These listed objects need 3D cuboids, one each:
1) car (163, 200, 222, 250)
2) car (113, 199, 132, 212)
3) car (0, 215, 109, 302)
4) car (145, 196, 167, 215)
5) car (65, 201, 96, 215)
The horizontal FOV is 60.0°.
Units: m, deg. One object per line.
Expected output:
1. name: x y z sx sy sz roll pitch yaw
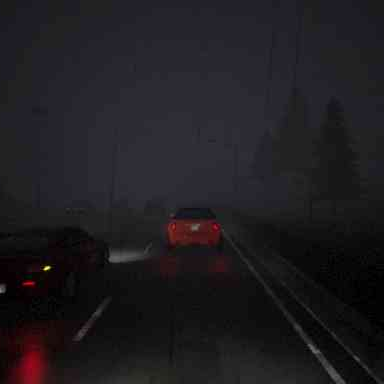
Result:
1. car: 0.097 1.341 14.327 2.097 1.767 4.553 0 0 0
2. car: -8.254 1.495 39.147 1.812 1.442 4.674 1 0 -15
3. car: -3.401 1.519 8.119 1.812 1.442 4.674 0 0 0
4. car: -3.741 1.452 33.432 1.882 1.535 5.008 1 0 -5
5. car: -10.647 1.523 32.038 2.033 1.411 5.357 0 0 -6
